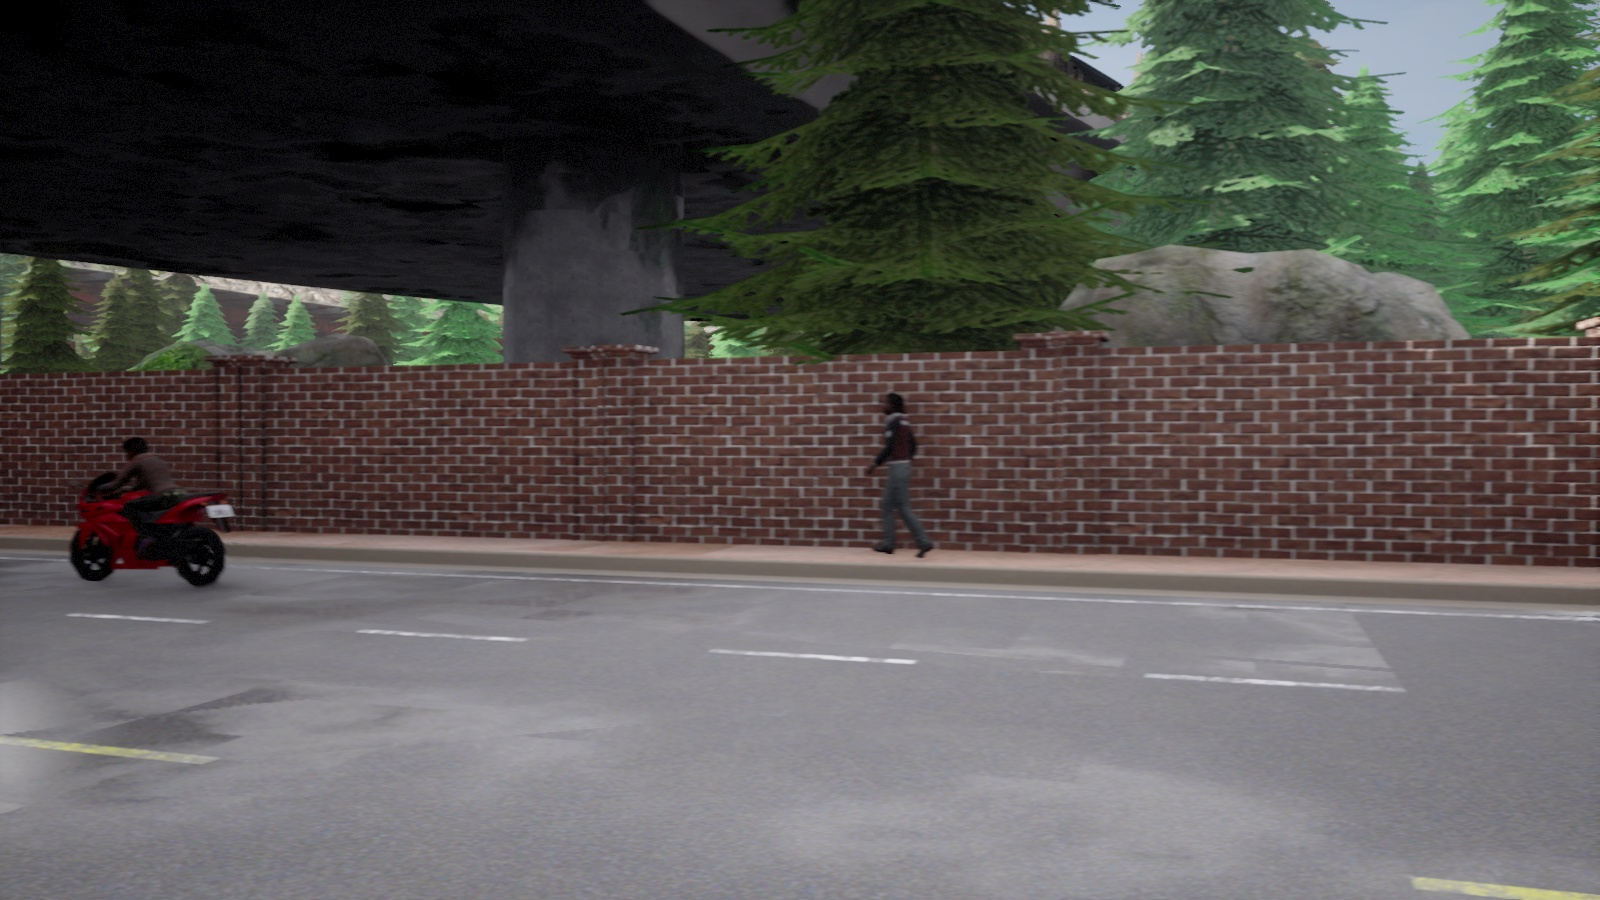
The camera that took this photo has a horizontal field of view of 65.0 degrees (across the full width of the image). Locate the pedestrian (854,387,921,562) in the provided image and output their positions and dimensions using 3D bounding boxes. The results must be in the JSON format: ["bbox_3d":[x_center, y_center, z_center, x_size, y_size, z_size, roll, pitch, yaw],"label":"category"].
[{"bbox_3d":[0.982,0.263,14.092,0.666,1.930,0.402,1,1,19],"label":"pedestrian"}]

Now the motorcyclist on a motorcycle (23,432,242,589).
[{"bbox_3d":[-6.840,0.577,12.877,2.044,1.523,0.797,1,1,19],"label":"motorcyclist on a motorcycle"}]
